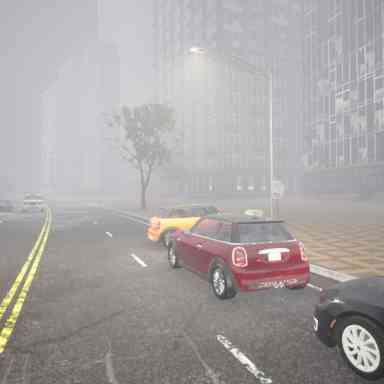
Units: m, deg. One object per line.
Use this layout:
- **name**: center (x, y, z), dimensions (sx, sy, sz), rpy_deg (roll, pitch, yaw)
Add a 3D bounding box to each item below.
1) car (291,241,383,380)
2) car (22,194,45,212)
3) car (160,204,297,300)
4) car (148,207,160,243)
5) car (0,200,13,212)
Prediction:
- **car**: center (3.629, 1.505, 3.334), dimensions (1.837, 1.490, 4.892), rpy_deg (0, 0, -35)
- **car**: center (-18.722, 1.262, 39.338), dimensions (2.150, 2.045, 5.566), rpy_deg (0, 0, -24)
- **car**: center (0.905, 1.355, 8.810), dimensions (2.097, 1.767, 4.553), rpy_deg (0, 0, -22)
- **car**: center (0.425, 1.276, 14.371), dimensions (4.553, 1.767, 2.097), rpy_deg (-3, 1, -18)
- **car**: center (-21.705, 1.602, 38.048), dimensions (1.994, 1.385, 4.181), rpy_deg (0, 0, -24)
